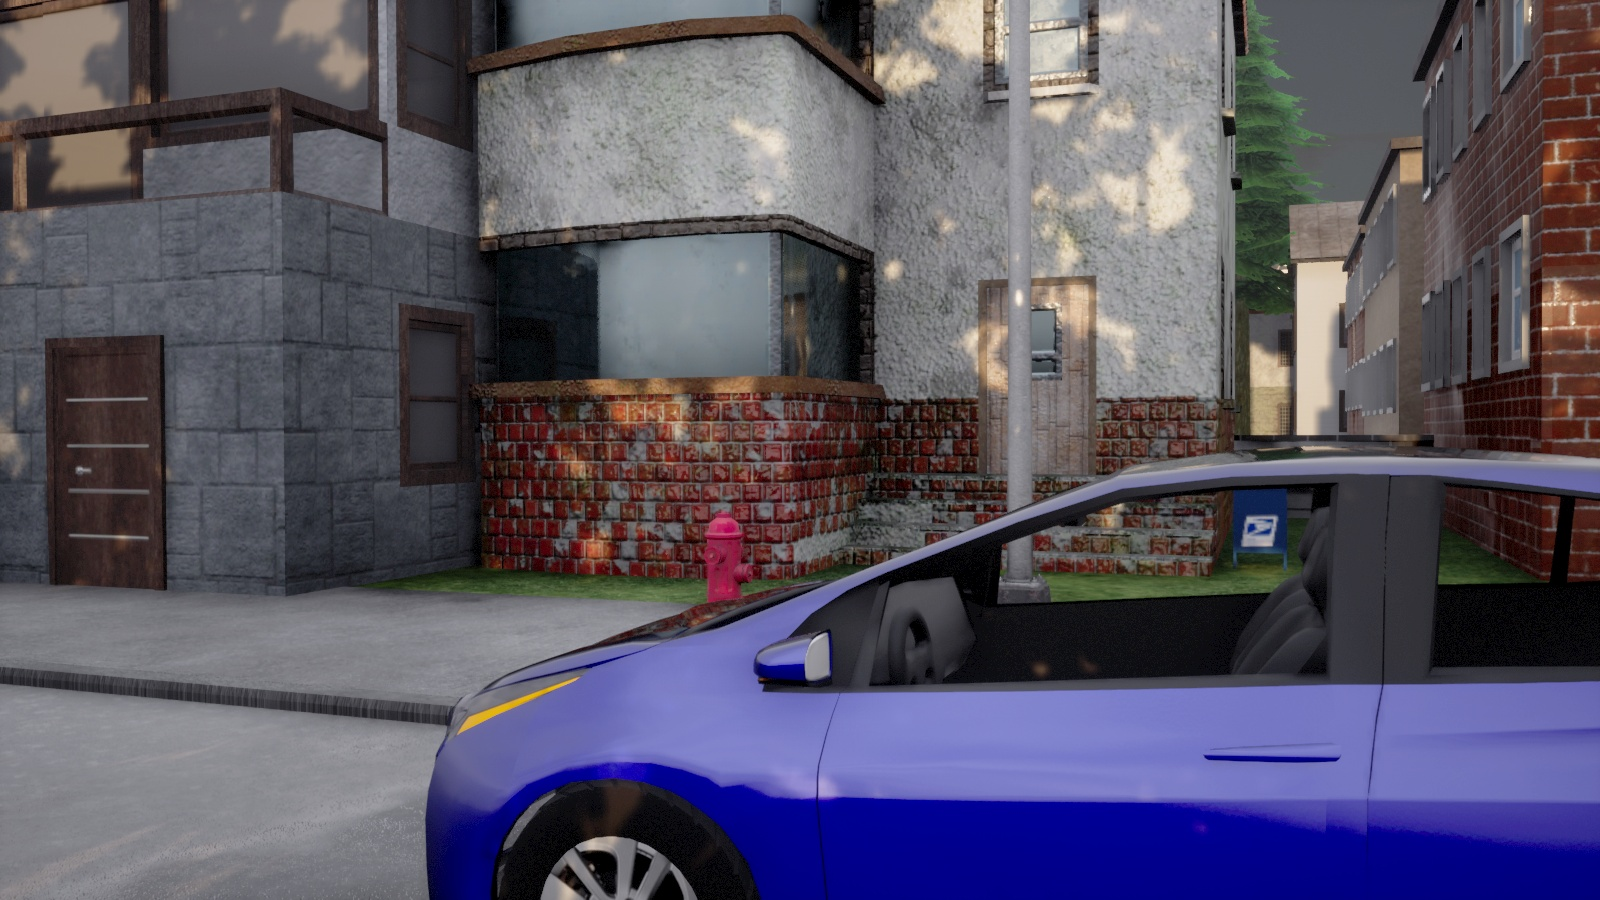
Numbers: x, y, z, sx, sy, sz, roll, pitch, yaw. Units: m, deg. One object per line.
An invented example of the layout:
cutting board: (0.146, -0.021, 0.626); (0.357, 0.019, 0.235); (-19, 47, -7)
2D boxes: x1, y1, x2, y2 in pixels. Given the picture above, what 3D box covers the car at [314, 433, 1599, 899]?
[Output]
car: (1.220, 0.723, 3.372); (4.514, 1.525, 2.007); (0, 1, 21)
